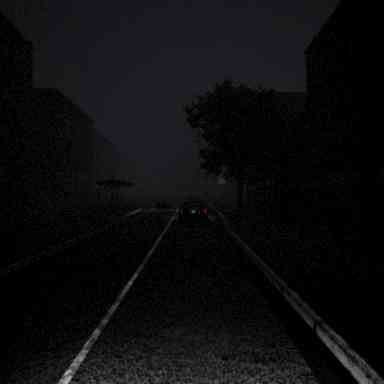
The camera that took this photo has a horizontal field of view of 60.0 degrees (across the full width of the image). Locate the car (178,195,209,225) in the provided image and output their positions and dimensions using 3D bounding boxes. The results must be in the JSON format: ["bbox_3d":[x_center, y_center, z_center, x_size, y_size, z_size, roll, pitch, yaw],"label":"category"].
[{"bbox_3d":[0.089,1.307,23.806,2.097,1.767,4.553,0,0,0],"label":"car"}]

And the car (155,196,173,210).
[{"bbox_3d":[-3.345,1.263,40.418,1.882,1.535,5.008,0,1,0],"label":"car"}]
